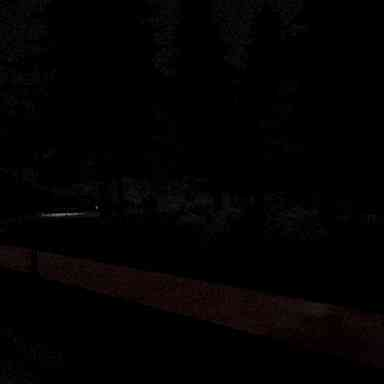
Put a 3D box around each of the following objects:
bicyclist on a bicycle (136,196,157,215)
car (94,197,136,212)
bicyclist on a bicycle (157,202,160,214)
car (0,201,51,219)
[{"bbox_3d":[-4.072,1.141,28.424,1.656,1.620,0.582,0,0,15],"label":"bicyclist on a bicycle"},{"bbox_3d":[-8.278,1.329,35.889,2.128,1.511,4.902,0,0,36],"label":"car"},{"bbox_3d":[-3.511,1.142,28.907,1.656,1.620,0.582,0,0,22],"label":"bicyclist on a bicycle"},{"bbox_3d":[-14.331,1.438,27.403,1.895,1.301,4.718,0,0,35],"label":"car"}]
